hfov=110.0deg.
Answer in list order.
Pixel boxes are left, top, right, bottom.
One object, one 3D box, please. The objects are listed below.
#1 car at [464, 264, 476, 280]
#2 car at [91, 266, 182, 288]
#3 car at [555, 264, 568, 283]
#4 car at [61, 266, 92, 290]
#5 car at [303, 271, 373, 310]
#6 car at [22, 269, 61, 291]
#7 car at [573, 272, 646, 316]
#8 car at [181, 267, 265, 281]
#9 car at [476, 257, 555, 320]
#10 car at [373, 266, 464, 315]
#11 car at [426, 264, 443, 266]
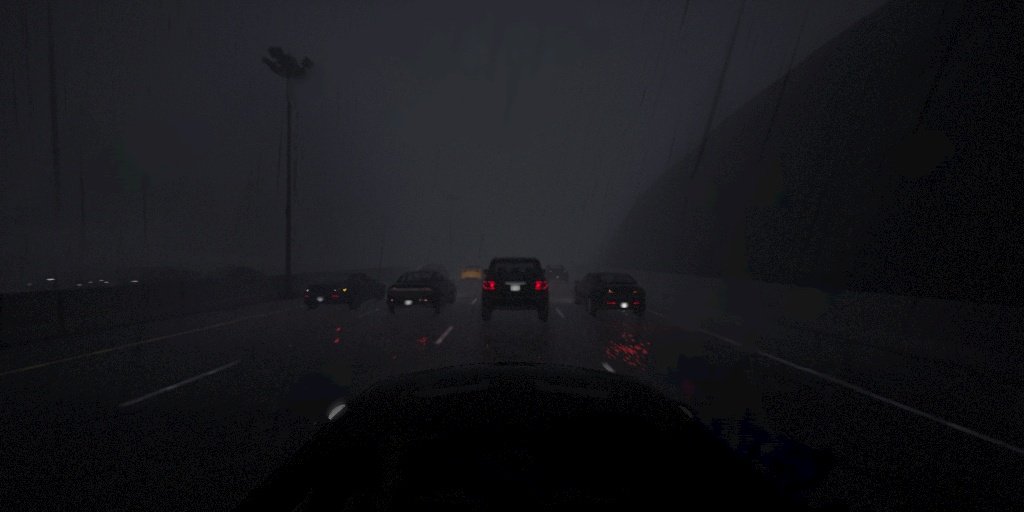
[{"bbox_3d":[-3.393,1.454,32.129,1.882,1.535,5.008,0,0,0],"label":"car"},{"bbox_3d":[-21.095,1.389,21.430,2.128,1.511,4.902,0,0,0],"label":"car"},{"bbox_3d":[3.600,1.456,30.535,2.128,1.511,4.902,0,0,0],"label":"car"},{"bbox_3d":[-24.594,1.412,22.850,1.837,1.490,4.892,0,0,0],"label":"car"},{"bbox_3d":[-6.917,1.376,15.226,1.812,1.442,4.674,0,0,0],"label":"car"},{"bbox_3d":[-28.093,1.403,23.357,2.128,1.511,4.902,0,0,0],"label":"car"},{"bbox_3d":[3.598,1.346,13.904,1.837,1.490,4.892,0,0,0],"label":"car"},{"bbox_3d":[-17.596,1.431,22.548,1.812,1.442,4.674,0,0,0],"label":"car"},{"bbox_3d":[0.099,1.058,13.263,2.150,2.045,5.566,0,0,0],"label":"car"},{"bbox_3d":[-3.402,1.335,14.192,2.128,1.511,4.902,0,0,0],"label":"car"},{"bbox_3d":[-6.894,1.454,32.125,1.882,1.535,5.008,0,0,0],"label":"car"}]
